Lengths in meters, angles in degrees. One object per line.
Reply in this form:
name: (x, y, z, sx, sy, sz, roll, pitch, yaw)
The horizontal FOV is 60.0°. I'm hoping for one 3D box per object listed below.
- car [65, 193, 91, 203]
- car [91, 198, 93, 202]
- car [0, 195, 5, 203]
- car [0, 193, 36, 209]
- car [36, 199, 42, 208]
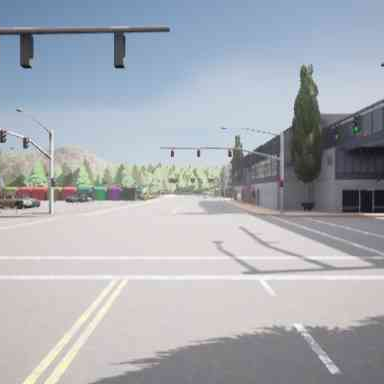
car: (-21.432, 1.118, 61.884, 3.866, 1.878, 1.905, 0, 0, 0)
car: (-21.419, 1.358, 64.779, 3.806, 1.475, 1.970, 0, 0, 0)
car: (-38.886, 1.324, 64.772, 3.905, 1.438, 1.784, 0, 0, 0)
car: (-21.466, 1.112, 39.366, 4.605, 1.855, 1.932, 0, 0, 0)
car: (-21.409, 1.115, 42.260, 3.866, 1.878, 1.905, 0, 0, 0)
